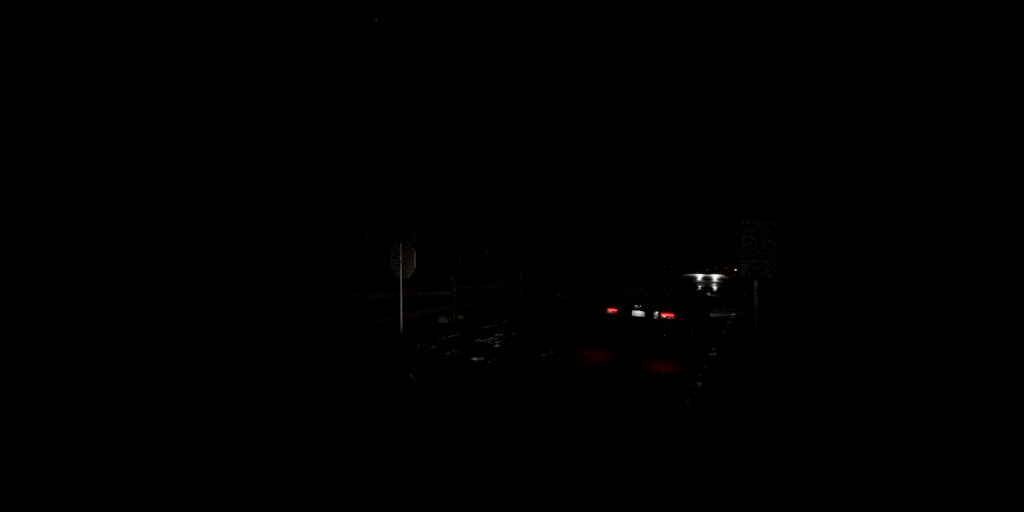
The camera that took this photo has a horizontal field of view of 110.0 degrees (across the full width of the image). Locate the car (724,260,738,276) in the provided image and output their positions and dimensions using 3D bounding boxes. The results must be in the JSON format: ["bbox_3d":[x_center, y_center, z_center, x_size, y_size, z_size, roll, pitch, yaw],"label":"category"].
[{"bbox_3d":[22.188,1.265,35.343,1.994,1.385,4.181,0,0,36],"label":"car"}]

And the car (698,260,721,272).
[{"bbox_3d":[22.178,1.197,40.195,1.837,1.490,4.892,0,0,35],"label":"car"}]

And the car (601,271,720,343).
[{"bbox_3d":[4.178,1.291,9.820,2.033,1.411,5.357,0,0,35],"label":"car"}]
